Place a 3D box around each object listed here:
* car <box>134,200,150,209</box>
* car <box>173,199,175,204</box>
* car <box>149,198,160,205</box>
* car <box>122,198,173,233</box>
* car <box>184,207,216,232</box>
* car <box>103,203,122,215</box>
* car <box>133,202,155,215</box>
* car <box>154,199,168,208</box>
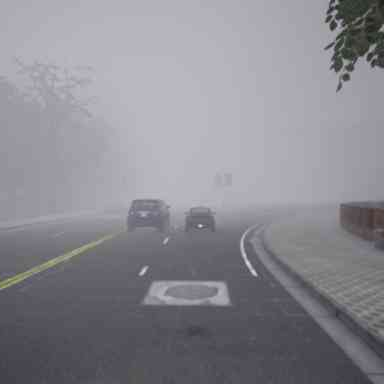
[{"bbox_3d":[-8.639,2.156,57.694,1.895,1.301,4.718,0,0,2],"label":"car"},{"bbox_3d":[-4.973,2.071,74.322,1.882,1.535,5.008,0,0,1],"label":"car"},{"bbox_3d":[-8.248,2.142,73.177,1.994,1.385,4.181,0,0,1],"label":"car"},{"bbox_3d":[-2.719,1.461,21.768,2.150,2.045,5.566,0,-1,1],"label":"car"},{"bbox_3d":[0.544,1.759,22.168,1.837,1.490,4.892,0,0,1],"label":"car"},{"bbox_3d":[-9.048,1.968,39.627,2.033,1.411,5.357,0,-1,1],"label":"car"},{"bbox_3d":[-5.779,1.997,40.307,1.994,1.385,4.181,0,-1,1],"label":"car"},{"bbox_3d":[-5.361,2.042,58.810,1.882,1.535,5.008,0,-1,2],"label":"car"}]
